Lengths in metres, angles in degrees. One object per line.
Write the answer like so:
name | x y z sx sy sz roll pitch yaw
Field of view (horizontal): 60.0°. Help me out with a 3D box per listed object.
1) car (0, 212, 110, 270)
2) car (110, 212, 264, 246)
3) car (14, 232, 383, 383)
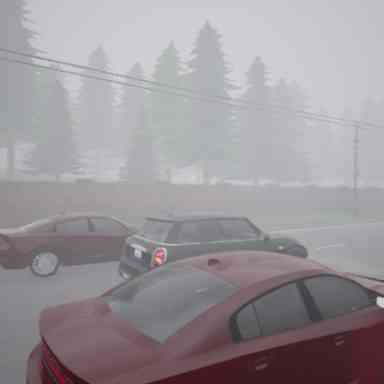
car | -2.900 1.330 9.704 5.008 1.535 1.882 0 1 -33
car | 0.688 1.270 7.868 4.553 1.767 2.097 0 1 -33
car | 0.900 1.442 3.826 5.008 1.535 1.882 0 1 -33
